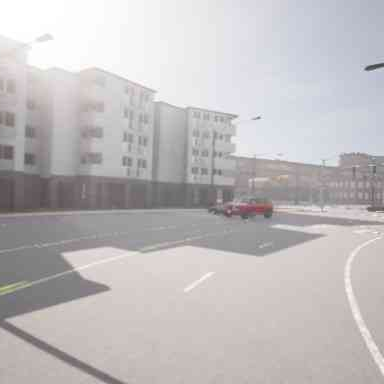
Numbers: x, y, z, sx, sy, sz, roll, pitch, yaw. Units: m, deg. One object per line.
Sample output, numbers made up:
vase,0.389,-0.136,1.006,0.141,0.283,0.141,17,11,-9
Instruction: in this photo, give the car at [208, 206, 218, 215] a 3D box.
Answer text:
car,4.121,1.706,34.413,5.357,1.411,2.033,2,0,-40

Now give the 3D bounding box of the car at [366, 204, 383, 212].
car,31.878,2.746,56.129,1.812,1.442,4.674,2,0,-30

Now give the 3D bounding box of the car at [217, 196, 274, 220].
car,5.323,1.425,30.867,5.566,2.045,2.150,2,0,-41
